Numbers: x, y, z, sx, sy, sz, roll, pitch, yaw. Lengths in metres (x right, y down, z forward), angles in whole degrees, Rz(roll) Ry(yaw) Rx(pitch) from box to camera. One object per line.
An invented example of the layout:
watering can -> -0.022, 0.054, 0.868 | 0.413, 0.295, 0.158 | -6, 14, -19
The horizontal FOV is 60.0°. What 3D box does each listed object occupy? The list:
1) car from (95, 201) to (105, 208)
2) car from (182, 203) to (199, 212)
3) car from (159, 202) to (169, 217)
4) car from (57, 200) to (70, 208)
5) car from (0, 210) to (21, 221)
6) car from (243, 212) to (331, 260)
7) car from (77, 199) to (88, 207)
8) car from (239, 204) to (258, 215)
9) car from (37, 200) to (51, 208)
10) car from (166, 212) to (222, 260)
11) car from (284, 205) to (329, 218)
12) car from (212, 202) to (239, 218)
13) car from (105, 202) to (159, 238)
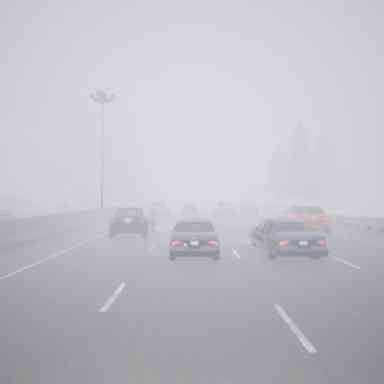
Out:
car -> -18.344, 2.504, 66.731 | 1.895, 1.301, 4.718 | 0, -1, -14
car -> -0.244, 2.094, 40.686 | 1.812, 1.442, 4.674 | 0, -1, -3
car -> -3.580, 1.865, 36.431 | 2.097, 1.767, 4.553 | 0, -1, -2
car -> -25.208, 2.360, 65.313 | 1.882, 1.535, 5.008 | 0, -1, -14
car -> -14.134, 1.947, 23.421 | 1.895, 1.301, 4.718 | 0, -1, 0
car -> 3.582, 1.728, 13.208 | 2.033, 1.411, 5.357 | 0, -1, 0
car -> -22.104, 2.272, 67.272 | 1.837, 1.490, 4.892 | 0, -1, -14
car -> 6.723, 2.129, 41.137 | 1.994, 1.385, 4.181 | 0, -1, -3
car -> -28.583, 2.379, 64.386 | 1.837, 1.490, 4.892 | 0, -1, -14
car -> 0.082, 1.733, 13.220 | 2.033, 1.411, 5.357 | 0, -1, 0
car -> 7.073, 1.641, 21.400 | 2.097, 1.767, 4.553 | 0, -1, 0
car -> 3.420, 1.855, 36.408 | 2.097, 1.767, 4.553 | 0, -1, -2
car -> -3.426, 1.633, 19.816 | 2.097, 1.767, 4.553 | 0, -1, 0
